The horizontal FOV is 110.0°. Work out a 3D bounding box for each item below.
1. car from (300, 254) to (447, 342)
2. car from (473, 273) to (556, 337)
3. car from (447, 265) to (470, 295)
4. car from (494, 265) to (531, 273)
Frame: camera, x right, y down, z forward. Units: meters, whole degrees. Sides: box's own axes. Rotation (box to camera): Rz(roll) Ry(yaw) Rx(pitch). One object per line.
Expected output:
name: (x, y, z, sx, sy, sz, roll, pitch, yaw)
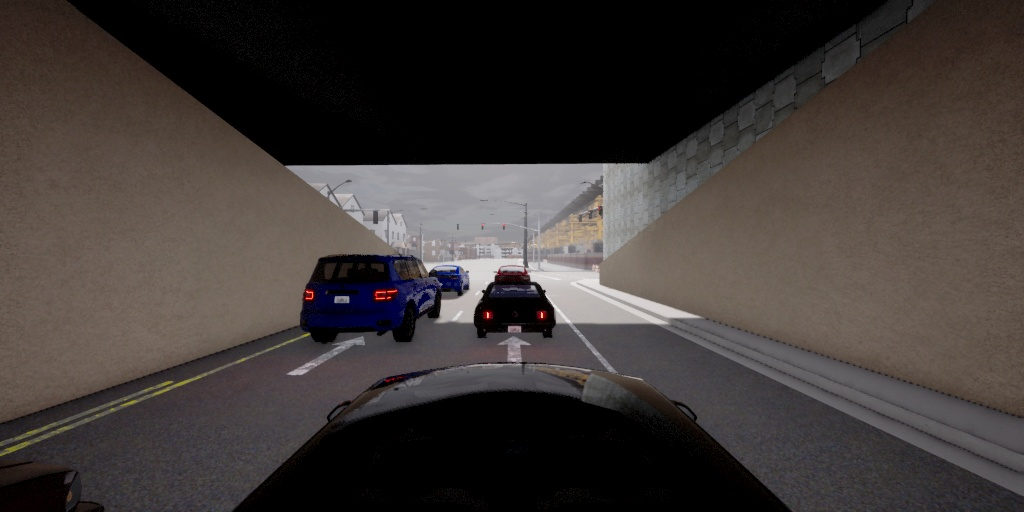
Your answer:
car: (-3.439, 0.971, 9.889, 2.150, 2.045, 5.566, 0, 0, 0)
car: (0.056, 1.351, 10.240, 1.895, 1.301, 4.718, 0, 0, 0)
car: (-3.490, 1.228, 19.827, 1.882, 1.535, 5.008, 0, 0, 0)
car: (0.011, 1.228, 19.576, 1.882, 1.535, 5.008, 0, 0, 0)
